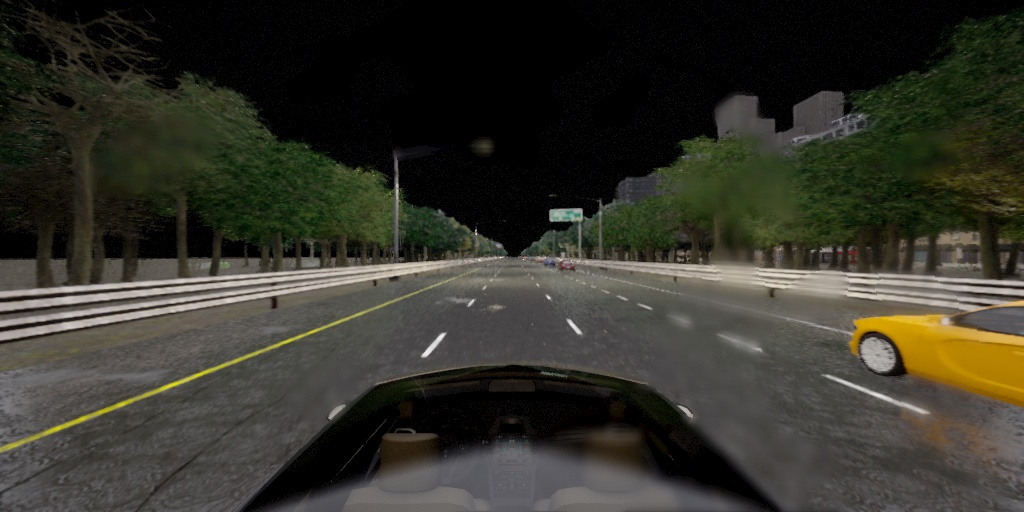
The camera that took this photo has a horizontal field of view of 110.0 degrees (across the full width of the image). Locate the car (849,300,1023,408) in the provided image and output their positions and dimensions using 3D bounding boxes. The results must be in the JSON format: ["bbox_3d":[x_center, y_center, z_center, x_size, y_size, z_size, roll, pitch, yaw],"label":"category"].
[{"bbox_3d":[7.000,1.247,4.361,1.882,1.535,5.008,0,0,0],"label":"car"}]

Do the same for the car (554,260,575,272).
[{"bbox_3d":[7.111,1.283,47.491,1.812,1.442,4.674,0,0,0],"label":"car"}]
